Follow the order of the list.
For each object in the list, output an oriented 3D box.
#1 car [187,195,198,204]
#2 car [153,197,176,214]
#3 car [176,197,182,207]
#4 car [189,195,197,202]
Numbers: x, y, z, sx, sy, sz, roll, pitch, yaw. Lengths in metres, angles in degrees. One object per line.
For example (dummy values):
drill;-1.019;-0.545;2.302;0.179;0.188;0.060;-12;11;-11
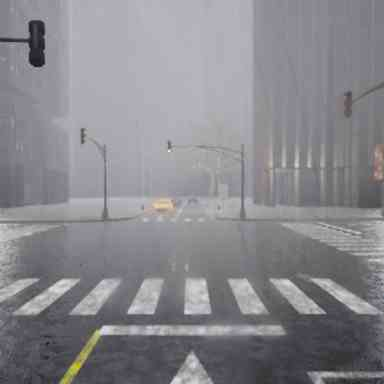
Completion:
car;0.139;1.597;65.132;1.837;1.490;4.892;0;0;0
car;-3.047;1.548;35.856;1.882;1.535;5.008;0;1;0
car;-2.969;1.659;51.248;1.994;1.385;4.181;0;0;1
car;0.173;1.407;75.555;1.837;1.490;4.892;0;0;0
